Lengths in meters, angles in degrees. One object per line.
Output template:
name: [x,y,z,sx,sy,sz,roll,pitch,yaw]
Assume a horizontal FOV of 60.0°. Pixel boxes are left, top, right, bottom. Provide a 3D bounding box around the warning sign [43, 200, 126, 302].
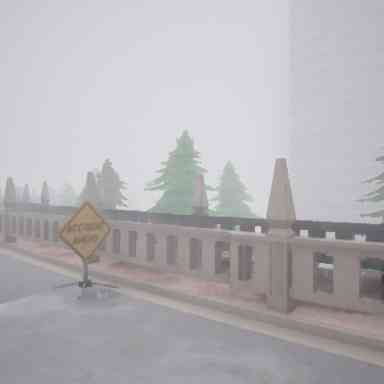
warning sign: [-2.256,1.114,7.039,1.060,1.860,1.300,0,0,40]
